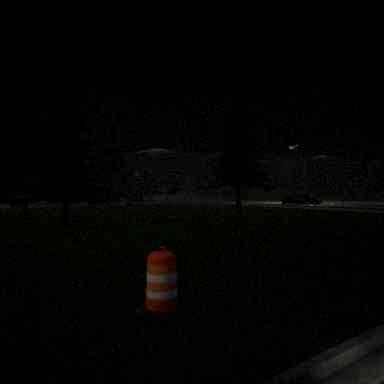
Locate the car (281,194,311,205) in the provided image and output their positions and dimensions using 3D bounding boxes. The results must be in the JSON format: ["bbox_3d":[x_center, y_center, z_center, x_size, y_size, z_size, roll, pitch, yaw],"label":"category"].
[{"bbox_3d":[18.295,1.403,59.546,2.097,1.767,4.553,0,0,-35],"label":"car"}]

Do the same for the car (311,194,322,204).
[{"bbox_3d":[21.200,1.325,61.499,2.150,2.045,5.566,0,0,-35],"label":"car"}]
